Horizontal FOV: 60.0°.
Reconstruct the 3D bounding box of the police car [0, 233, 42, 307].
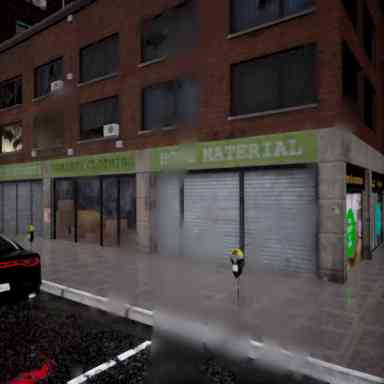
[{"bbox_3d":[-5.303,1.427,7.170,5.238,1.638,1.930,0,0,36],"label":"police car"}]
